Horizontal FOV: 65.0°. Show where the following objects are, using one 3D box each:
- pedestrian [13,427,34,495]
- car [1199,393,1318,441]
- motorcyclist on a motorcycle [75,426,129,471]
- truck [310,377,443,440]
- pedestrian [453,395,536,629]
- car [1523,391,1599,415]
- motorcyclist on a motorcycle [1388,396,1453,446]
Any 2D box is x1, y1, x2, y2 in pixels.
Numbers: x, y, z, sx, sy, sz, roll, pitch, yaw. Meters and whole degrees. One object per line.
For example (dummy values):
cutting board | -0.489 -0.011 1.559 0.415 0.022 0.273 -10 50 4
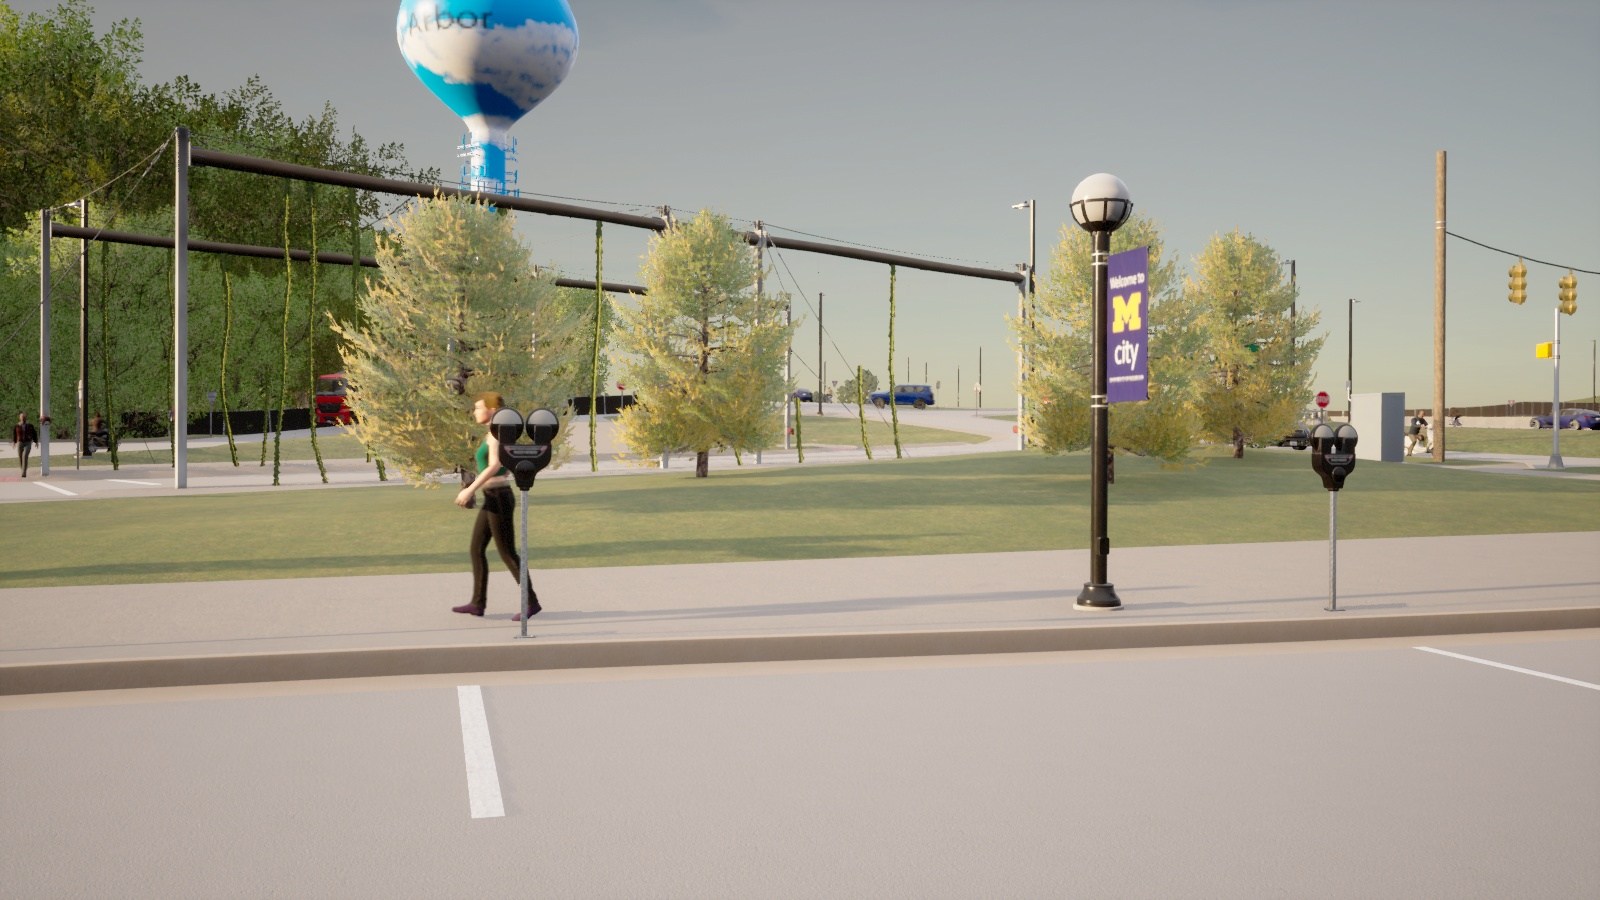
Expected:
pedestrian | -21.551 0.294 34.855 0.376 1.854 0.720 -1 0 -26
car | 17.806 -1.287 49.000 2.097 1.767 4.553 -1 2 -15
motorcyclist on a motorcycle | -26.854 -0.079 48.364 0.766 1.649 2.350 -2 2 -2
truck | -27.100 -2.763 80.805 2.891 3.462 7.936 0 5 30
pedestrian | -2.460 0.484 10.104 0.594 1.836 0.345 -1 0 -18
car | 51.088 -3.121 83.779 2.163 1.488 4.792 -1 2 -17
motorcyclist on a motorcycle | 20.240 -0.942 40.988 0.866 1.590 1.817 -1 2 -19
